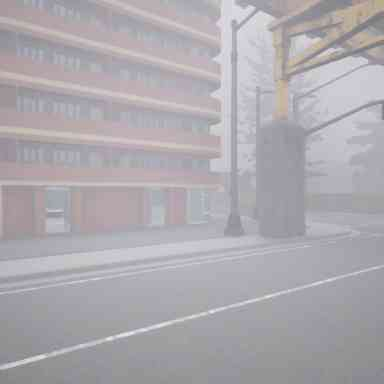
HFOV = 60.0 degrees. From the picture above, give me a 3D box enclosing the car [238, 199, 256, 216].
[{"bbox_3d":[6.251,1.477,30.857,1.882,1.535,5.008,0,0,-35],"label":"car"}]
